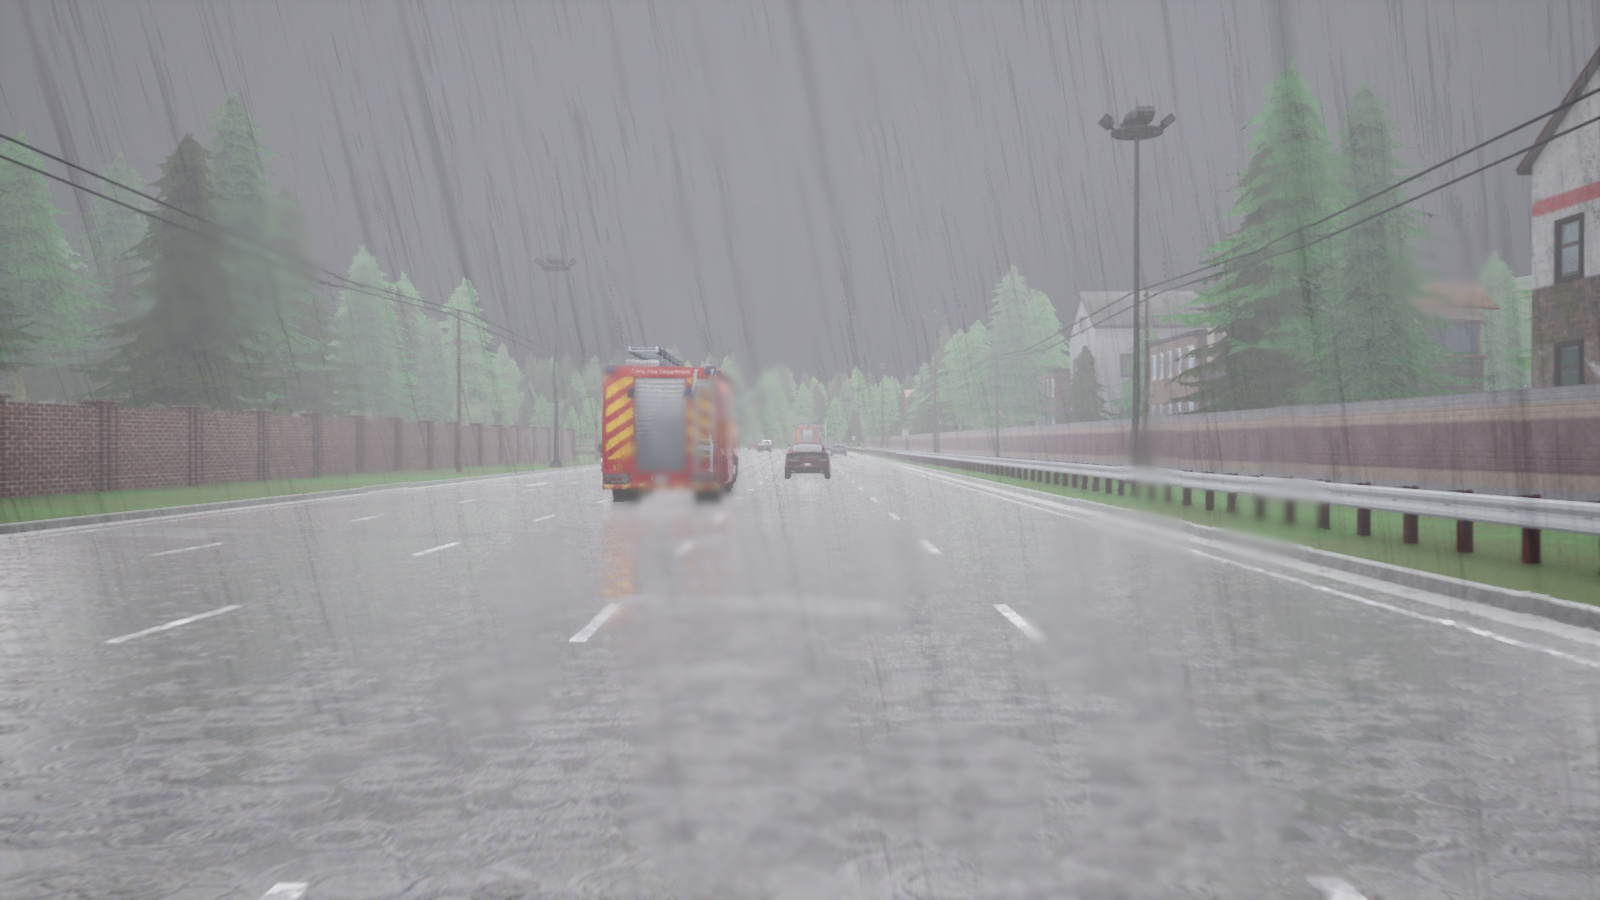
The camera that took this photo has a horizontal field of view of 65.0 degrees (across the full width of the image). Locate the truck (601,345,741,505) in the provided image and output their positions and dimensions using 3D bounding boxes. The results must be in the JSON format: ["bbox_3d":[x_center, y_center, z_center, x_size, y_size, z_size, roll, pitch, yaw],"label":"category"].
[{"bbox_3d":[-3.288,-0.614,34.256,2.891,3.827,8.468,0,0,0],"label":"truck"}]

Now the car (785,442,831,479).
[{"bbox_3d":[0.323,0.421,53.792,1.882,1.535,5.008,0,0,0],"label":"car"}]
